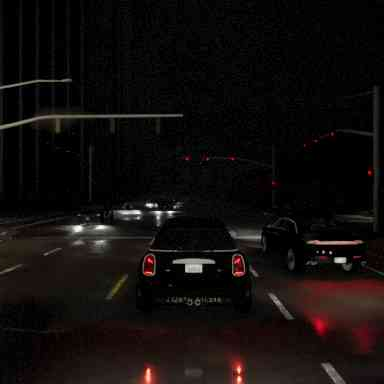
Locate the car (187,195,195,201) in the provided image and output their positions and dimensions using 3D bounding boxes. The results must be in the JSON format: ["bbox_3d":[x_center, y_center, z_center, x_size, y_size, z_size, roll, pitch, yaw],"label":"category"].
[{"bbox_3d":[-0.160,1.527,88.182,2.033,1.411,5.357,0,0,0],"label":"car"}]

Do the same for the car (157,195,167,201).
[{"bbox_3d":[-7.144,1.468,79.323,1.812,1.442,4.674,0,0,0],"label":"car"}]

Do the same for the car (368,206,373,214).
[{"bbox_3d":[19.120,1.556,31.116,4.892,1.490,1.837,0,0,0],"label":"car"}]

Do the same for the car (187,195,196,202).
[{"bbox_3d":[-0.141,1.467,77.833,1.882,1.535,5.008,0,0,0],"label":"car"}]

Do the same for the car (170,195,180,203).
[{"bbox_3d":[-3.630,1.490,71.844,1.837,1.490,4.892,0,0,0],"label":"car"}]

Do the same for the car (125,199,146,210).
[{"bbox_3d":[-7.352,1.594,43.363,1.895,1.301,4.718,0,0,4],"label":"car"}]

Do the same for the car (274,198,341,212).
[{"bbox_3d":[9.228,1.529,27.541,4.902,1.511,2.128,1,0,7],"label":"car"}]

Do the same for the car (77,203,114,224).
[{"bbox_3d":[-7.148,1.550,25.075,1.812,1.442,4.674,0,0,0],"label":"car"}]

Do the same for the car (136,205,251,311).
[{"bbox_3d":[0.043,1.351,7.919,2.097,1.767,4.553,0,0,0],"label":"car"}]

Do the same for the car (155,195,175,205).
[{"bbox_3d":[-3.370,1.508,41.317,1.837,1.490,4.892,0,0,-5],"label":"car"}]

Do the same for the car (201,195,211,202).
[{"bbox_3d":[3.359,1.489,77.817,1.837,1.490,4.892,0,0,0],"label":"car"}]

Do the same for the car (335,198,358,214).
[{"bbox_3d":[14.609,1.402,34.669,4.553,1.767,2.097,0,0,2],"label":"car"}]

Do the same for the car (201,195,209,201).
[{"bbox_3d":[3.341,1.465,87.916,1.882,1.535,5.008,0,0,0],"label":"car"}]

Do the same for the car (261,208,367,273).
[{"bbox_3d":[3.600,1.490,10.729,2.128,1.511,4.902,0,0,-3],"label":"car"}]

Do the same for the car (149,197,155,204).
[{"bbox_3d":[-7.164,1.591,64.222,1.895,1.301,4.718,0,0,0],"label":"car"}]

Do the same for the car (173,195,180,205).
[{"bbox_3d":[-3.687,1.344,56.802,2.097,1.767,4.553,0,0,0],"label":"car"}]
